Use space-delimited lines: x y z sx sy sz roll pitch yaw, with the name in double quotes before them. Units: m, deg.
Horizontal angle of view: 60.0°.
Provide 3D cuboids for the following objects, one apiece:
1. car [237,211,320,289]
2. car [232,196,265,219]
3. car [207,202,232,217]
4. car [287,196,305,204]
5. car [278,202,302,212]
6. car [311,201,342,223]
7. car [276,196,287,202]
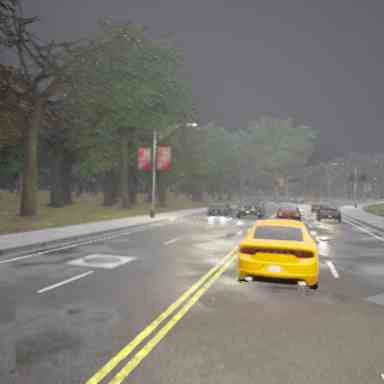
"car" 2.530 1.544 9.624 1.882 1.535 5.008 1 0 17
"car" 5.624 1.403 31.394 2.150 2.045 5.566 1 0 17
"car" 2.878 1.705 33.452 1.994 1.385 4.181 1 0 17
"car" 22.053 1.646 69.374 2.097 1.767 4.553 1 0 30
"car" 8.143 1.816 27.920 1.895 1.301 4.718 1 0 17
"car" 11.869 1.775 29.123 2.128 1.511 4.902 1 0 18
"car" 19.484 1.727 71.406 1.837 1.490 4.892 1 0 30
